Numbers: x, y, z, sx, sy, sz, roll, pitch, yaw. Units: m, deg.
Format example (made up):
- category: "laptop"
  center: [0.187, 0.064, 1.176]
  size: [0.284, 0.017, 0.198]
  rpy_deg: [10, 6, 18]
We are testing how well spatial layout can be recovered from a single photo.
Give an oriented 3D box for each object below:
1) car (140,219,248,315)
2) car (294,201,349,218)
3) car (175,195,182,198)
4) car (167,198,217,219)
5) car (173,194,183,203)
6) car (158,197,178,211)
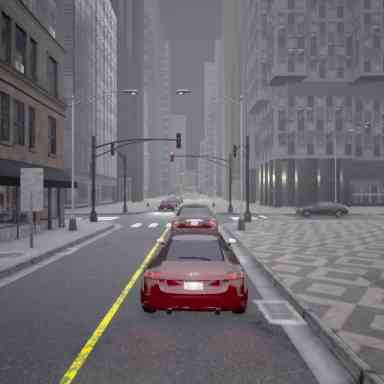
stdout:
- category: "car"
  center: [0.088, 1.565, 7.654]
  size: [1.994, 1.385, 4.181]
  rpy_deg: [0, 0, 2]
- category: "car"
  center: [11.760, 1.543, 30.318]
  size: [4.674, 1.442, 1.812]
  rpy_deg: [0, 0, 1]
- category: "car"
  center: [-3.063, 1.581, 50.935]
  size: [2.033, 1.411, 5.357]
  rpy_deg: [0, 0, 0]
- category: "car"
  center: [0.161, 1.356, 16.275]
  size: [2.097, 1.767, 4.553]
  rpy_deg: [0, 0, 2]
- category: "car"
  center: [-2.959, 1.414, 70.933]
  size: [2.097, 1.767, 4.553]
  rpy_deg: [0, 0, 0]
- category: "car"
  center: [-3.072, 1.624, 41.283]
  size: [1.895, 1.301, 4.718]
  rpy_deg: [0, 0, 0]
